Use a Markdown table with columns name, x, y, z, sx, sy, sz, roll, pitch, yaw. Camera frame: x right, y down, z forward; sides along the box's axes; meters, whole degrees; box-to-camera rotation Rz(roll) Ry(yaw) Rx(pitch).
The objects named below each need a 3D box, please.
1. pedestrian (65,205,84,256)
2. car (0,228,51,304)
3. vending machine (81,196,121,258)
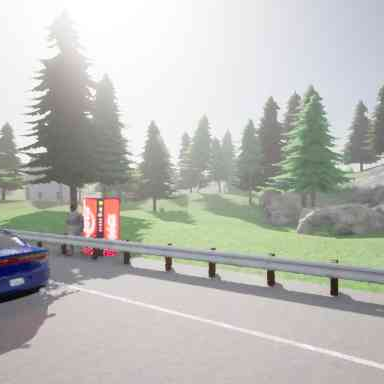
| name | x | y | z | sx | sy | sz | roll | pitch | yaw |
| --- | --- | --- | --- | --- | --- | --- | --- | --- | --- |
| pedestrian | -4.206 | 1.294 | 11.939 | 0.375 | 1.860 | 0.375 | 0 | 0 | 32 |
| car | -5.239 | 1.477 | 7.360 | 5.008 | 1.535 | 1.882 | 0 | 0 | 33 |
| vending machine | -3.292 | 1.195 | 12.045 | 0.880 | 2.100 | 1.100 | 0 | 0 | 33 |
